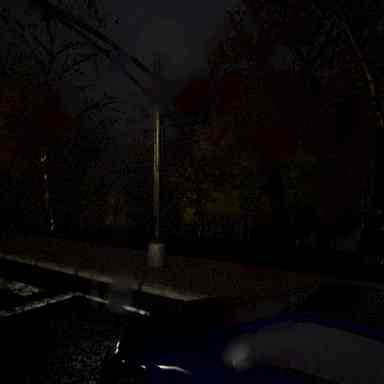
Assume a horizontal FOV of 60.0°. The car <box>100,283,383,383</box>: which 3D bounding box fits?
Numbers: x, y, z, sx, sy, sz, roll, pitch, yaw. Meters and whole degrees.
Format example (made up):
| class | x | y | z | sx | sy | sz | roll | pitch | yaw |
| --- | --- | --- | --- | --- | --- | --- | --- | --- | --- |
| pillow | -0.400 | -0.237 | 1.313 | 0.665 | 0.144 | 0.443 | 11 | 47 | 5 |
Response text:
| class | x | y | z | sx | sy | sz | roll | pitch | yaw |
| --- | --- | --- | --- | --- | --- | --- | --- | --- | --- |
| car | 1.127 | 1.564 | 2.879 | 4.181 | 1.385 | 1.994 | 0 | 0 | 35 |
